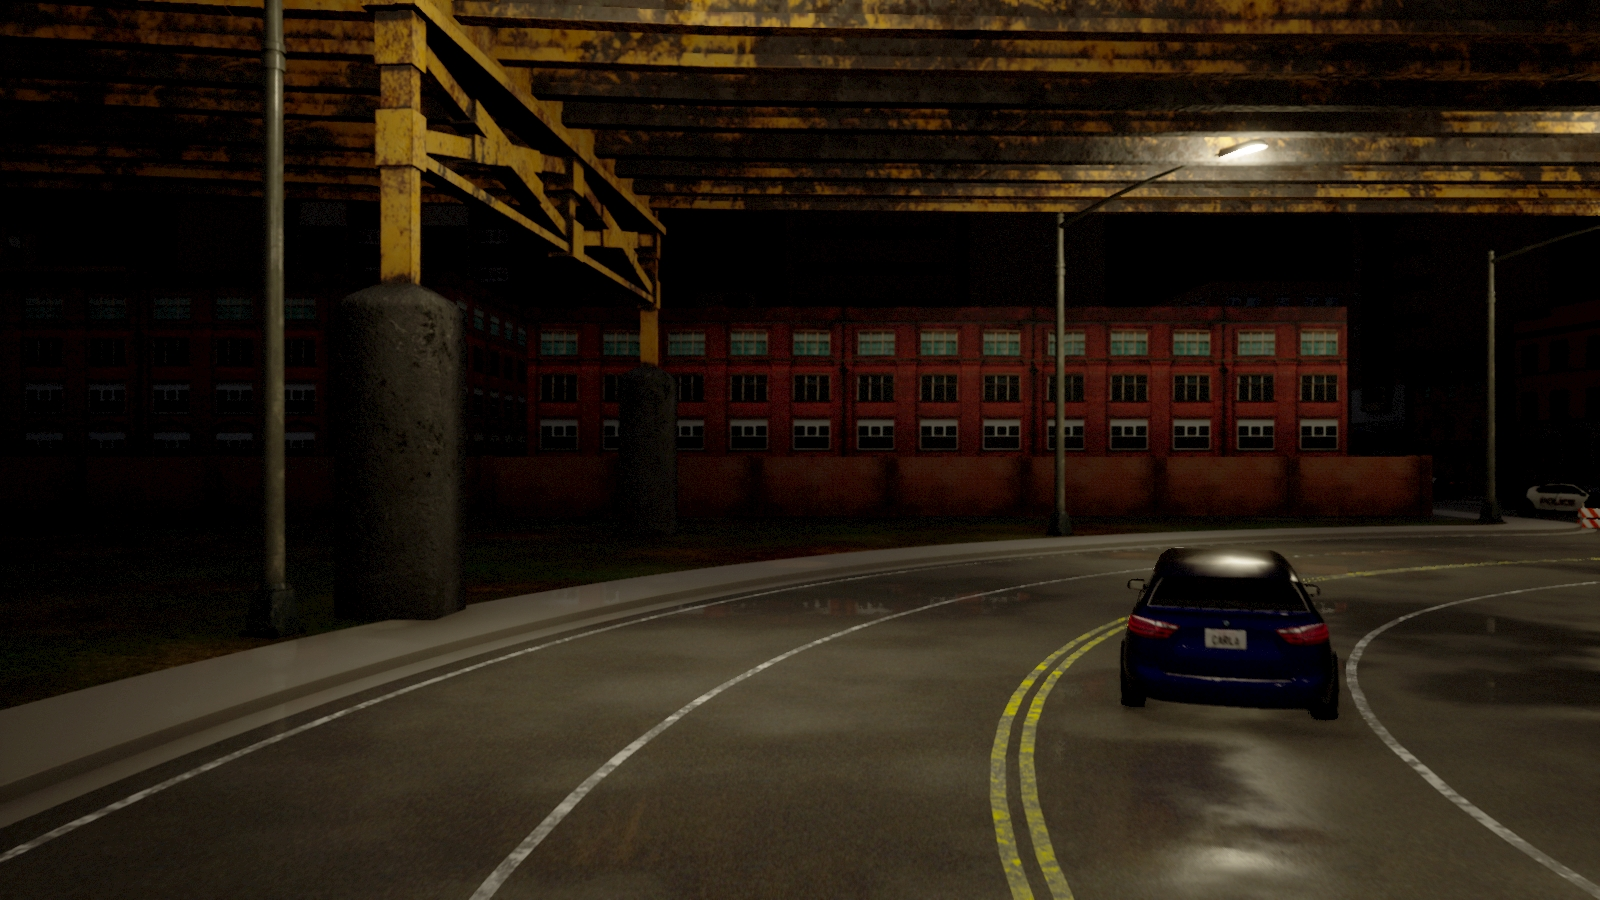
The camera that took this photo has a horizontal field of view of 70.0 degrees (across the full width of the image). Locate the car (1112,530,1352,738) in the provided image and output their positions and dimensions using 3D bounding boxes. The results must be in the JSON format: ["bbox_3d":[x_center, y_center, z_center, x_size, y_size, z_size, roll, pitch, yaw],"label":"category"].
[{"bbox_3d":[5.044,1.968,13.622,2.242,1.667,4.611,0,0,19],"label":"car"}]
